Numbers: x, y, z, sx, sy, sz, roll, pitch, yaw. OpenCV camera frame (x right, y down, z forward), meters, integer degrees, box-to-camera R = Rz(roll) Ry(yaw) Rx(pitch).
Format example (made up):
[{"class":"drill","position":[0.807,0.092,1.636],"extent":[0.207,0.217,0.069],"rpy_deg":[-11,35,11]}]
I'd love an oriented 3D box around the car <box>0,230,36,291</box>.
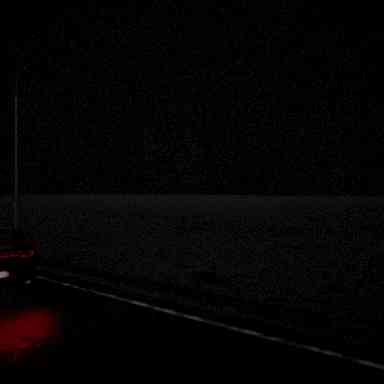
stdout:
[{"class":"car","position":[-5.844,1.531,8.162],"extent":[5.008,1.535,1.882],"rpy_deg":[0,0,36]}]
